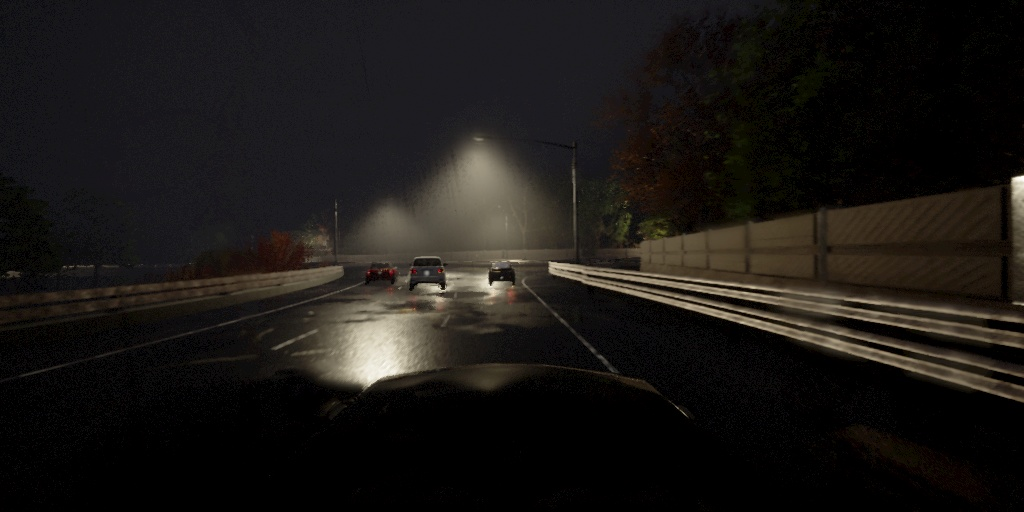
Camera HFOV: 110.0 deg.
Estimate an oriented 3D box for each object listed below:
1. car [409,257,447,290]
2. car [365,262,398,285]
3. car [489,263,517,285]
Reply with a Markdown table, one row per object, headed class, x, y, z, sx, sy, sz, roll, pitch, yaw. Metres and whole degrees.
| class | x | y | z | sx | sy | sz | roll | pitch | yaw |
| --- | --- | --- | --- | --- | --- | --- | --- | --- | --- |
| car | -5.480 | 1.060 | 23.480 | 2.150 | 2.045 | 5.566 | -1 | 0 | -12 |
| car | -10.327 | 1.272 | 28.672 | 2.097 | 1.767 | 4.553 | -1 | 0 | -14 |
| car | -0.673 | 1.248 | 26.173 | 2.128 | 1.511 | 4.902 | -1 | 0 | 0 |
